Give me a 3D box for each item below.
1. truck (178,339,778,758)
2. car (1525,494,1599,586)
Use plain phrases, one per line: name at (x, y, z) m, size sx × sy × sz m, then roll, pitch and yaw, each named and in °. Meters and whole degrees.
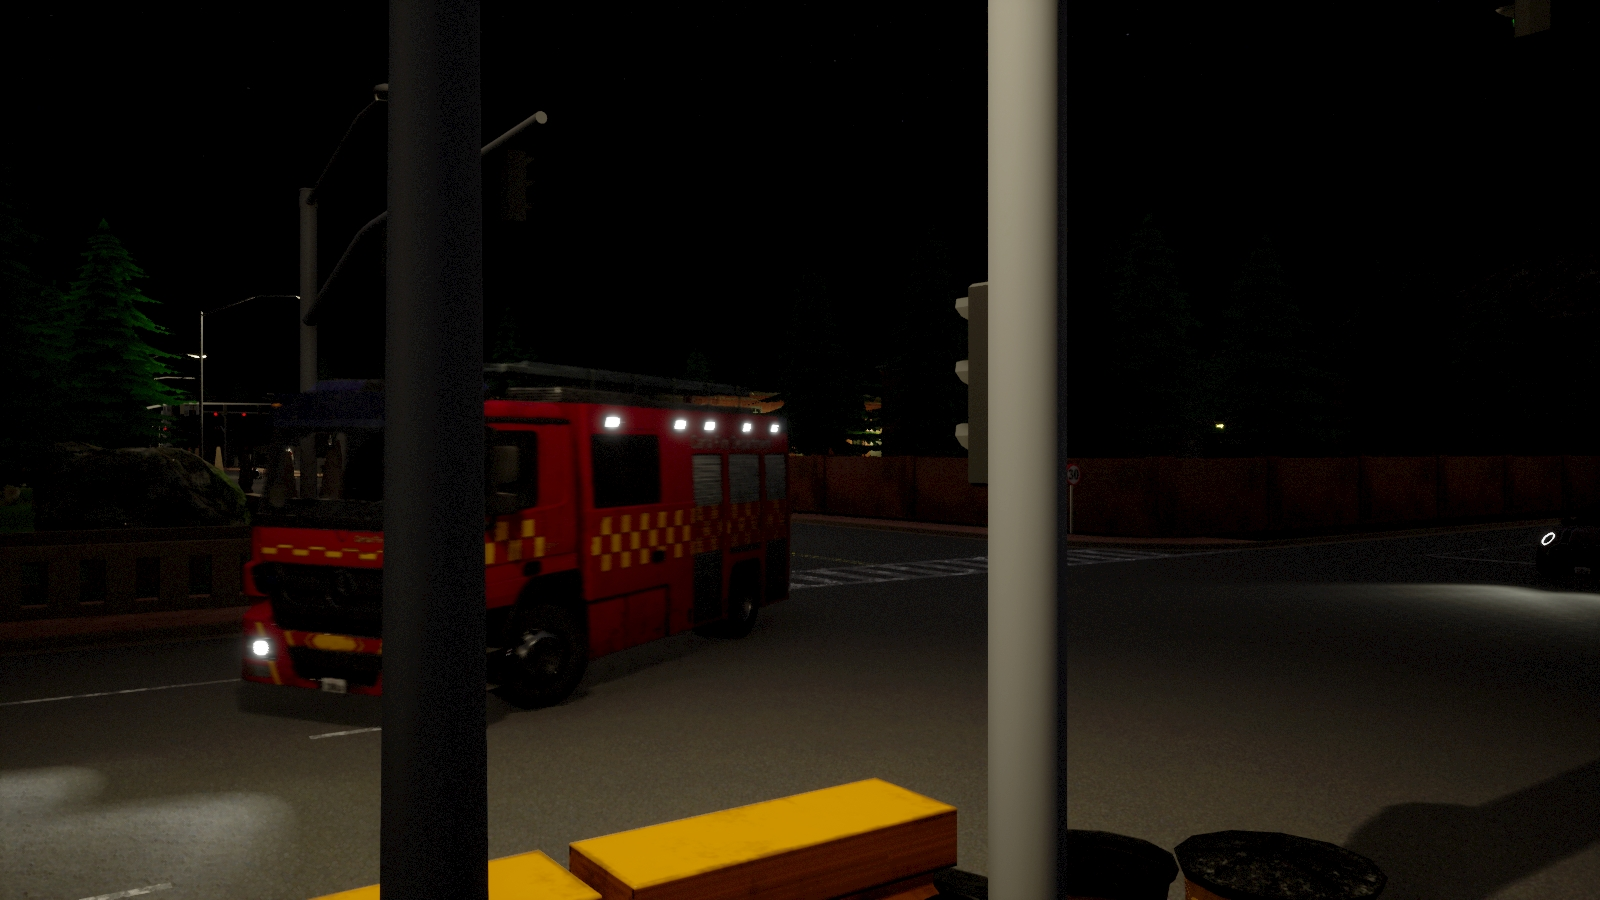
truck at (-3.320, 0.890, 14.901) m, size 2.891 × 3.827 × 8.468 m, roll 1°, pitch 0°, yaw 23°
car at (18.010, 1.906, 24.946) m, size 4.553 × 1.767 × 2.097 m, roll 0°, pitch 0°, yaw -35°
